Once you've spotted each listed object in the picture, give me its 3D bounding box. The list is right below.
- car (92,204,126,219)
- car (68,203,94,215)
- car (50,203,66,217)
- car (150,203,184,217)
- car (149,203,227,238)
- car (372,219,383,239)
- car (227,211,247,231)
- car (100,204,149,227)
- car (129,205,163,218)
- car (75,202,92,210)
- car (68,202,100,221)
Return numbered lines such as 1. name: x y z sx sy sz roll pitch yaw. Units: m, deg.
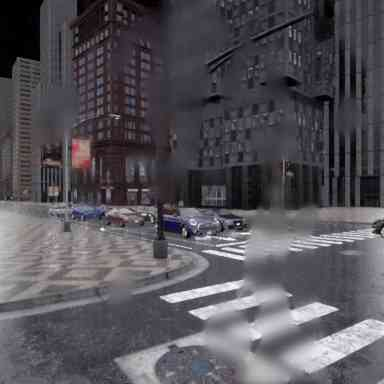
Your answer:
1. car: -9.534 2.153 38.000 2.128 1.511 4.902 0 -1 -36
2. car: -15.573 2.353 46.492 2.128 1.511 4.902 0 -1 -35
3. car: -16.680 2.417 42.432 1.895 1.301 4.718 0 -1 -35
4. car: -3.124 2.096 40.550 1.882 1.535 5.008 0 -1 -36
5. car: -0.361 1.636 19.612 2.097 1.767 4.553 0 -1 -35
6. car: 10.971 1.536 15.340 1.837 1.490 4.892 -1 0 -36
7. car: 1.712 1.861 22.331 1.994 1.385 4.181 0 -1 -36
8. car: -5.514 1.976 26.825 1.812 1.442 4.674 0 -1 -36
9. car: -5.315 2.210 38.029 1.895 1.301 4.718 0 -1 -36
10. car: -21.714 2.752 66.434 1.812 1.442 4.674 0 -1 -36
11. car: -10.910 2.103 34.342 1.882 1.535 5.008 0 -1 -36
